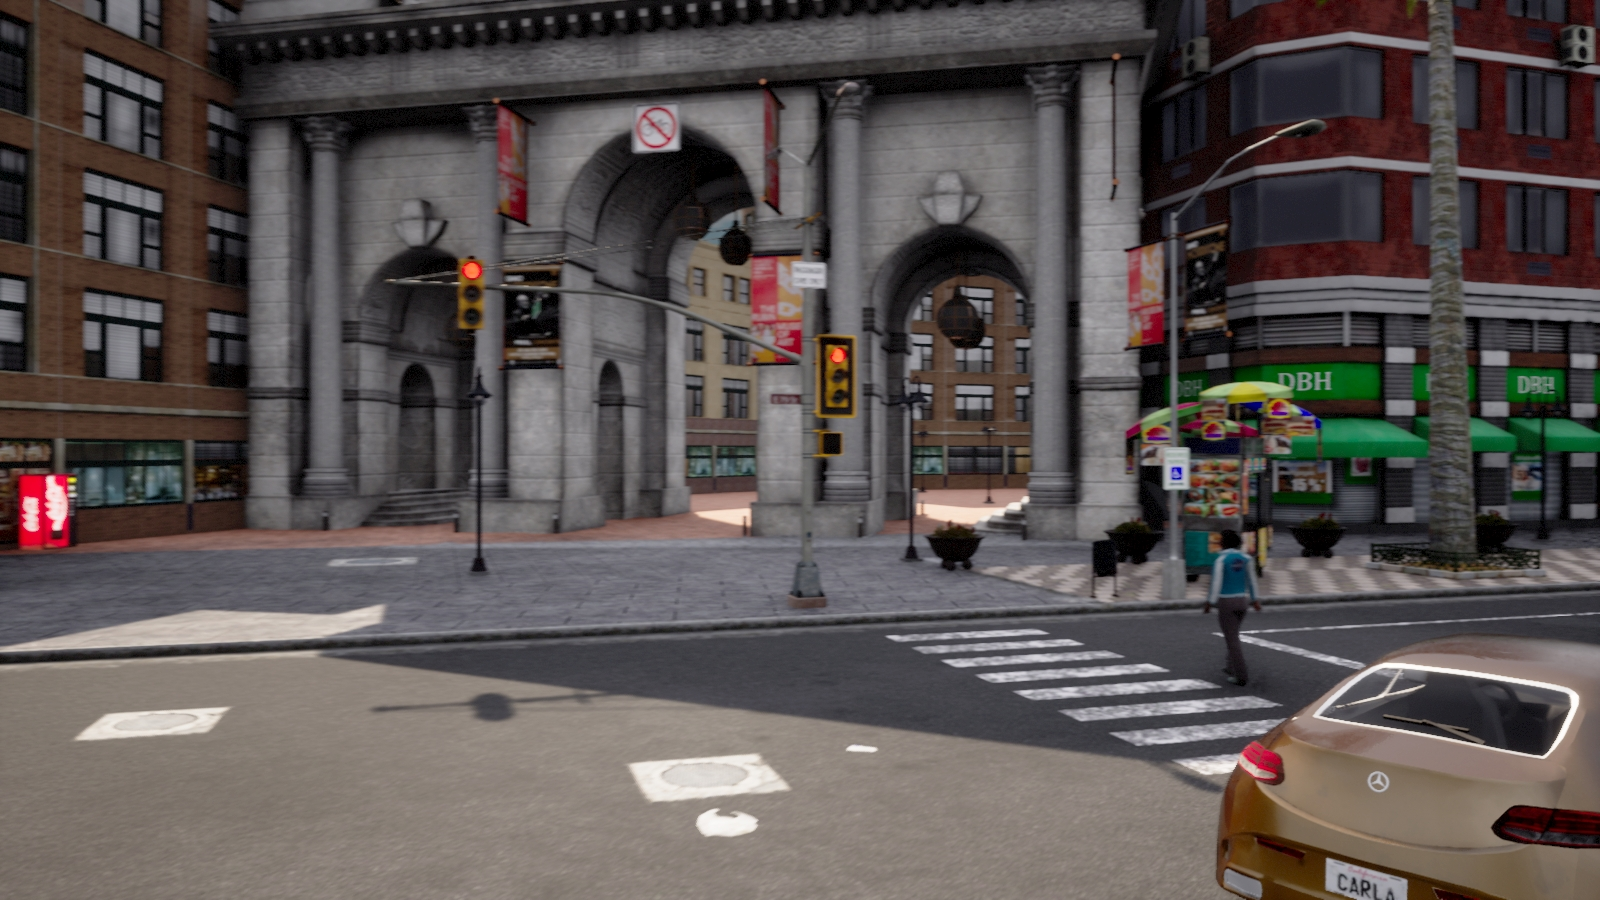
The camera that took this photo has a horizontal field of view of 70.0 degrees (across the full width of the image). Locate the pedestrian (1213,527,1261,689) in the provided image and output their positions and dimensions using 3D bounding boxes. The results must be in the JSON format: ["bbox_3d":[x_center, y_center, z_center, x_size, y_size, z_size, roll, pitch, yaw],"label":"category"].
[{"bbox_3d":[5.166,1.853,13.519,0.375,1.860,0.375,0,0,-15],"label":"pedestrian"}]

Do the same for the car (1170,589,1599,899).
[{"bbox_3d":[4.713,1.996,7.209,5.027,1.651,2.152,0,0,-39],"label":"car"}]
